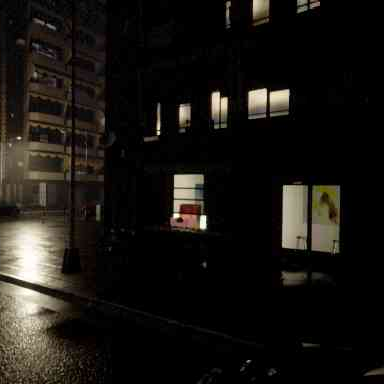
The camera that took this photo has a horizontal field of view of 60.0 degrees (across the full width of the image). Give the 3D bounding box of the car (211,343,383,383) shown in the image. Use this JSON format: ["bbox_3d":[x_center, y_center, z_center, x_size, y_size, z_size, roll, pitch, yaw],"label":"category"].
[{"bbox_3d":[1.995,1.551,1.610,4.403,1.369,2.008,0,1,35],"label":"car"}]

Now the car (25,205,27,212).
[{"bbox_3d":[-18.454,1.622,32.419,2.008,1.369,4.403,1,0,36],"label":"car"}]

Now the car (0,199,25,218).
[{"bbox_3d":[-17.660,1.447,29.113,2.097,1.767,4.553,1,0,36],"label":"car"}]

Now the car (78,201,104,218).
[{"bbox_3d":[-8.426,1.822,31.998,1.947,1.339,4.313,1,0,36],"label":"car"}]
